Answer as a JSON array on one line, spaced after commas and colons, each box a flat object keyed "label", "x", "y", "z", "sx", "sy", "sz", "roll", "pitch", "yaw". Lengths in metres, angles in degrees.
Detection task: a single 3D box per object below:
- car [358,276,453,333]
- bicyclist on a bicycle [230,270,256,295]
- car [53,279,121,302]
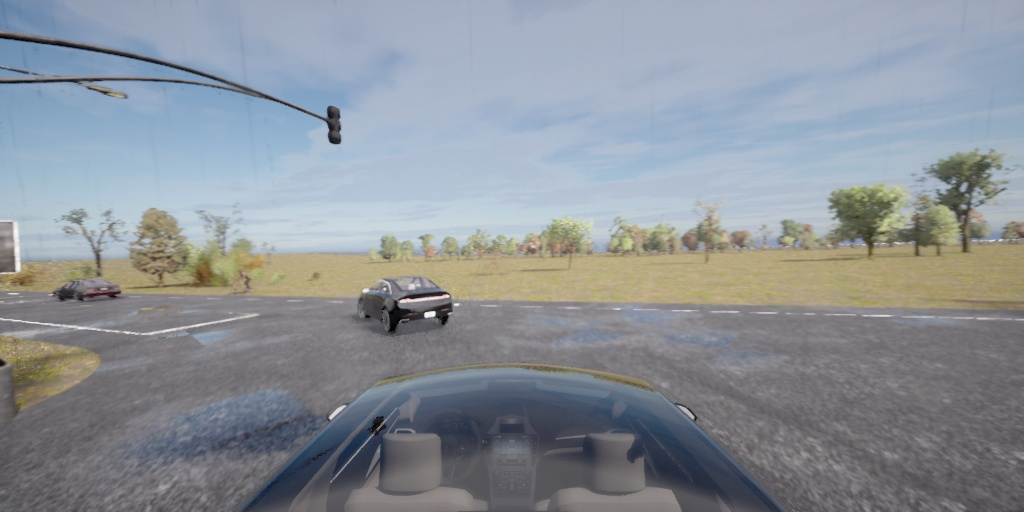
[{"label": "car", "x": -3.666, "y": 1.419, "z": 11.809, "sx": 2.128, "sy": 1.511, "sz": 4.902, "roll": -3, "pitch": 1, "yaw": -35}, {"label": "bicyclist on a bicycle", "x": -18.278, "y": 1.804, "z": 24.386, "sx": 0.582, "sy": 1.620, "sz": 1.656, "roll": -2, "pitch": 0, "yaw": 23}, {"label": "car", "x": -29.702, "y": 2.354, "z": 25.052, "sx": 5.357, "sy": 1.411, "sz": 2.033, "roll": -2, "pitch": 1, "yaw": 23}]
